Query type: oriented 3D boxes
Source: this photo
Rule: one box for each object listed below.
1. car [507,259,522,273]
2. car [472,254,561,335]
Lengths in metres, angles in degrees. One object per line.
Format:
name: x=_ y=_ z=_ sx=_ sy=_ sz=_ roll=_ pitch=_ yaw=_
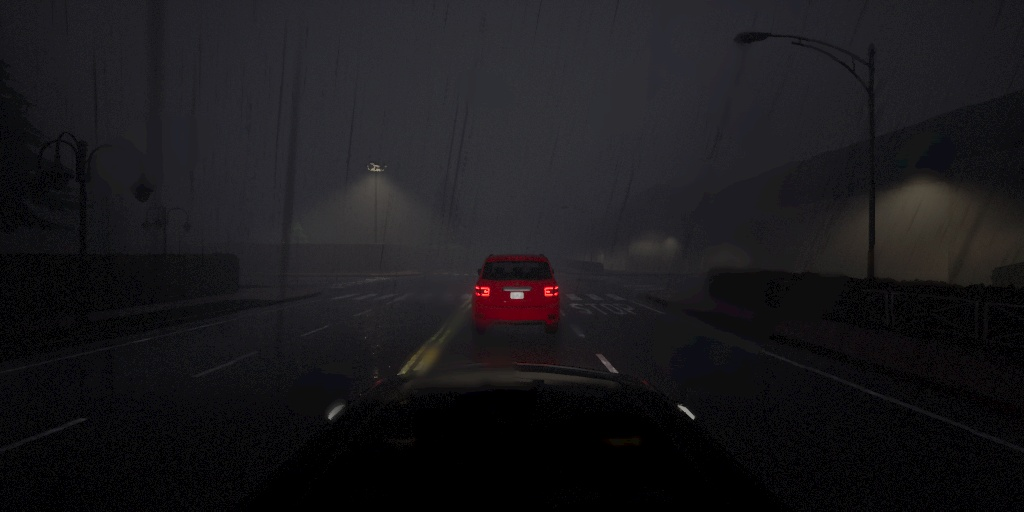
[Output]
car: x=0.340 y=1.228 z=45.516 sx=1.882 sy=1.535 sz=5.008 roll=0 pitch=0 yaw=1
car: x=0.118 y=0.971 z=10.658 sx=2.150 sy=2.045 sz=5.566 roll=0 pitch=0 yaw=0
